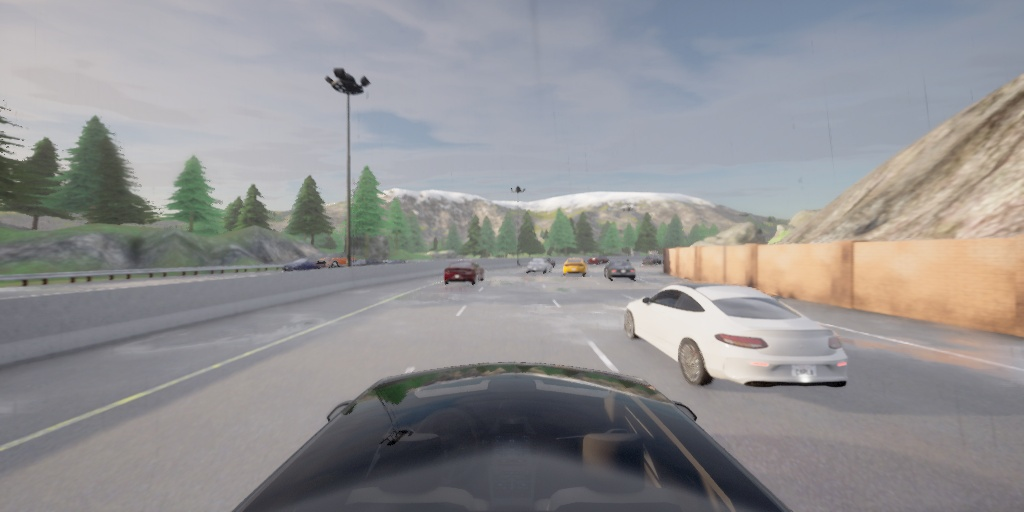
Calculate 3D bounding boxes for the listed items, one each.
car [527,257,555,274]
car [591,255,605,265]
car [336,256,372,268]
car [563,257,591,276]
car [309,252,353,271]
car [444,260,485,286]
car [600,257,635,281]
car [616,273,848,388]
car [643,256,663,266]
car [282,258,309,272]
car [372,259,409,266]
[{"bbox_3d":[2.697,0.953,34.951,1.812,1.442,4.674,0,0,15],"label":"car"},{"bbox_3d":[13.969,0.561,57.251,2.097,1.767,4.553,1,1,37],"label":"car"},{"bbox_3d":[-15.123,1.009,36.959,2.033,1.411,5.357,0,1,14],"label":"car"},{"bbox_3d":[5.771,0.931,32.248,1.882,1.535,5.008,-1,0,15],"label":"car"},{"bbox_3d":[-18.516,0.410,37.814,2.097,1.767,4.553,0,1,14],"label":"car"},{"bbox_3d":[-2.989,1.018,23.367,1.882,1.535,5.008,0,0,5],"label":"car"},{"bbox_3d":[7.945,1.055,26.574,2.033,1.411,5.357,0,1,10],"label":"car"},{"bbox_3d":[3.599,1.227,6.717,1.812,1.442,4.674,0,1,0],"label":"car"},{"bbox_3d":[22.019,0.712,56.004,2.128,1.511,4.902,0,1,40],"label":"car"},{"bbox_3d":[-22.014,0.924,38.220,1.812,1.442,4.674,0,0,13],"label":"car"},{"bbox_3d":[-11.723,1.002,36.128,1.994,1.385,4.181,0,1,14],"label":"car"}]
